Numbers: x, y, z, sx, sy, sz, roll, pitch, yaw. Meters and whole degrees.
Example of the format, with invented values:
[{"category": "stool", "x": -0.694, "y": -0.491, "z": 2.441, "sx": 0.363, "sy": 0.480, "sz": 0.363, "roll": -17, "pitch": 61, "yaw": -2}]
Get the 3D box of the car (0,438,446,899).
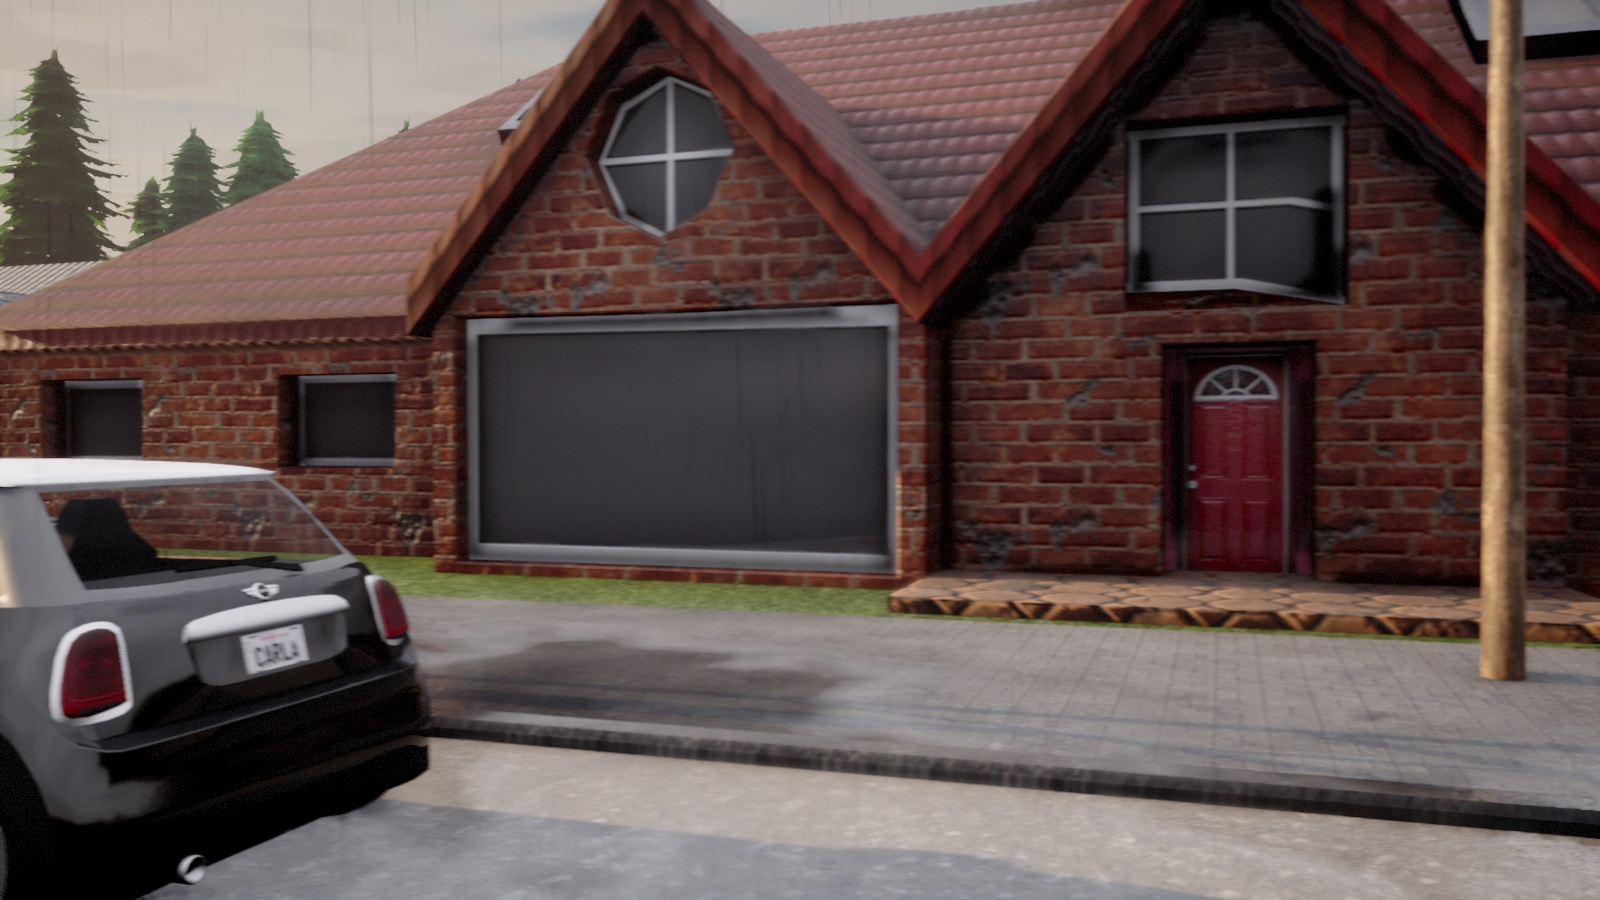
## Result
[{"category": "car", "x": -3.596, "y": 0.700, "z": 4.919, "sx": 3.806, "sy": 1.475, "sz": 1.970, "roll": 1, "pitch": 1, "yaw": 19}]
